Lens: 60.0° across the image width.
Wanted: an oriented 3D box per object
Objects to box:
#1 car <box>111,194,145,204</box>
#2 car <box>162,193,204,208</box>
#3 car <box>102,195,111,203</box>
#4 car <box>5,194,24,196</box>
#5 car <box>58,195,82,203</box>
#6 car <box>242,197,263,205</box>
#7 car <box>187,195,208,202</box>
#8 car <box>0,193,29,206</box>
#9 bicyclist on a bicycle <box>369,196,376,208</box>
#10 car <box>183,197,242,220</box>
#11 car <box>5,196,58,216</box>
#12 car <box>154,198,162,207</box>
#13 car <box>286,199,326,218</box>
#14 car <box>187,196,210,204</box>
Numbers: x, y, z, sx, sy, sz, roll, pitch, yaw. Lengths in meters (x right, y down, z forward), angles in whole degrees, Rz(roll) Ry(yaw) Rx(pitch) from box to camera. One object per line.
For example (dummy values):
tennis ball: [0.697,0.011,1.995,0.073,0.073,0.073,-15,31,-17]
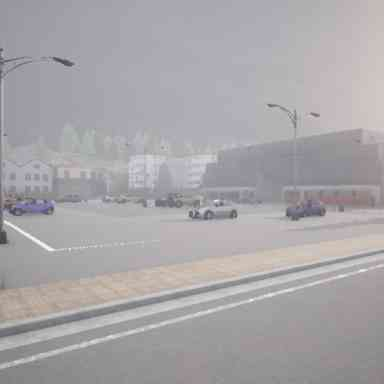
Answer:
car: [-10.408,1.151,55.700,5.027,1.636,2.152,0,0,-35]
car: [-1.079,1.095,43.066,4.605,1.855,1.932,0,0,-35]
car: [-14.348,1.229,60.776,3.806,1.475,1.970,0,0,-35]
car: [-19.907,1.295,37.700,4.514,1.523,2.007,0,0,-35]
car: [-22.224,1.295,59.742,4.514,1.523,2.007,0,0,-35]
car: [9.776,1.546,57.651,2.033,1.411,5.357,0,0,-35]
car: [1.186,1.337,69.951,1.837,1.490,4.892,0,0,-35]
car: [-26.456,1.094,48.319,4.605,1.855,1.932,0,0,-35]
bicyclist on a bicycle: [23.952,1.283,44.132,1.656,1.620,0.582,0,0,-35]
car: [1.660,1.382,25.946,3.806,1.475,1.970,0,0,-35]
car: [-14.219,1.317,29.483,3.633,1.501,1.845,0,0,-35]
car: [-3.081,1.074,45.212,3.866,1.878,1.905,0,0,-35]
car: [9.450,1.371,27.752,3.633,1.501,1.845,0,0,-35]
car: [1.181,1.495,63.845,1.882,1.535,5.008,0,0,-35]
